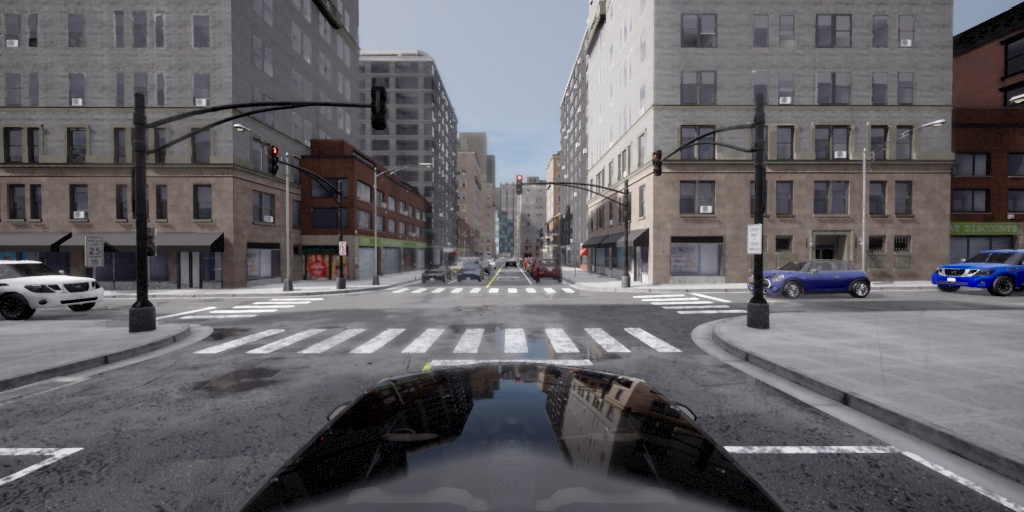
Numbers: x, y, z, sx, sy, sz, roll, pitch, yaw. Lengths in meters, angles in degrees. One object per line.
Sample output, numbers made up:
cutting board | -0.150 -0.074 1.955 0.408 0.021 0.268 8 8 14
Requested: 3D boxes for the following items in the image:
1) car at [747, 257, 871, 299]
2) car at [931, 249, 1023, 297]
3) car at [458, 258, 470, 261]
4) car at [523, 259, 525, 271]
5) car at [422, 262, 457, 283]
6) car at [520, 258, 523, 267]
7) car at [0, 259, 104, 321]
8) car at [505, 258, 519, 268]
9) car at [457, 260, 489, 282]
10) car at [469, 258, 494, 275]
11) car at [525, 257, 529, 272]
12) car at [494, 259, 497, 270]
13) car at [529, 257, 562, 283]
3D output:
car | 13.401 0.937 16.399 4.553 1.767 2.097 -1 1 -1
car | 22.977 0.707 16.507 5.566 2.045 2.150 -1 1 0
car | -5.833 1.277 39.083 1.751 1.417 4.829 0 0 0
car | 2.670 1.276 45.048 1.751 1.417 4.829 0 0 0
car | -5.782 1.318 28.081 1.948 1.339 4.313 0 0 0
car | 2.646 1.064 50.464 2.192 1.841 5.009 0 0 0
car | -18.451 1.145 12.945 5.566 2.045 2.150 -1 1 -2
car | -0.171 1.223 61.290 1.882 1.535 5.008 0 0 0
car | -3.217 1.300 28.973 2.033 1.411 5.357 0 0 0
car | -3.263 1.256 39.048 1.837 1.490 4.892 0 0 0
car | 2.720 1.067 33.706 2.192 1.841 5.009 0 0 0
car | -3.309 1.275 52.528 1.812 1.442 4.674 0 0 0
car | 2.744 1.066 28.120 2.192 1.841 5.009 0 0 0
